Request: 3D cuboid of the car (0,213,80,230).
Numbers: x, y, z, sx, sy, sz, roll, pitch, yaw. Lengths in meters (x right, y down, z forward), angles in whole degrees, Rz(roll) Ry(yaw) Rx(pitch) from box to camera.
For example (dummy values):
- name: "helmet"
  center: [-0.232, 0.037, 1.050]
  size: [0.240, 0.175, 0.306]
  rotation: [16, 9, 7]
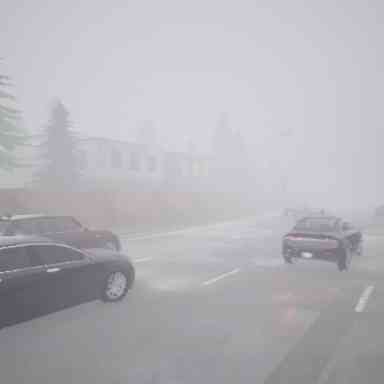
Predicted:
- name: "car"
  center: [-4.410, 1.471, 10.601]
  size: [2.097, 1.767, 4.553]
  rotation: [-1, -1, 34]

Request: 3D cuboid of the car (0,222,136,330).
- name: "car"
  center: [-3.147, 1.578, 6.227]
  size: [1.837, 1.490, 4.892]
  rotation: [-1, -1, 34]

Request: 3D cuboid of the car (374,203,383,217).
- name: "car"
  center: [19.816, 1.849, 33.832]
  size: [1.994, 1.385, 4.181]
  rotation: [-1, -1, 34]

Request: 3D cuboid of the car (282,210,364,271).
- name: "car"
  center: [4.646, 1.596, 11.477]
  size: [2.128, 1.511, 4.902]
  rotation: [-1, -1, 34]

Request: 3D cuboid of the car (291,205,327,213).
- name: "car"
  center: [9.067, 1.819, 24.225]
  size: [1.895, 1.301, 4.718]
  rotation: [-1, -1, 34]

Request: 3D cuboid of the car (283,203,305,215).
- name: "car"
  center: [10.210, 1.819, 32.155]
  size: [1.812, 1.442, 4.674]
  rotation: [-1, 0, 34]
